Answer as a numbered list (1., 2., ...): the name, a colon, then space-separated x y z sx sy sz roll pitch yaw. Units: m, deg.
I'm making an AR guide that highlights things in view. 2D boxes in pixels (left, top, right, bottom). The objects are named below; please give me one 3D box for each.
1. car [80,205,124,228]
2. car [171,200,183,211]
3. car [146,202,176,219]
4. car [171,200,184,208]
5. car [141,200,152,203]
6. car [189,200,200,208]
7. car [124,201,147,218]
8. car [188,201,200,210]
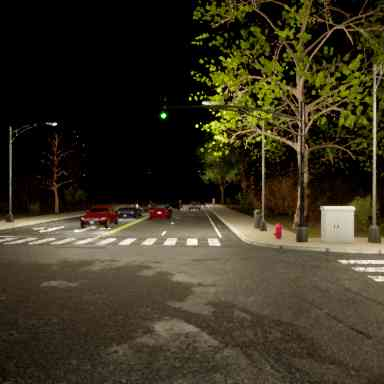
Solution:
1. car: -6.577 1.777 24.232 1.812 1.442 4.674 0 -1 1
2. car: -2.863 2.178 52.714 2.033 1.411 5.357 0 -1 1
3. car: -3.020 1.939 33.062 1.994 1.385 4.181 0 -1 1
4. car: -2.726 2.253 63.132 2.128 1.511 4.902 0 -1 1
5. car: -6.294 1.878 44.913 2.097 1.767 4.553 0 -1 1
6. car: 0.523 2.331 63.089 1.994 1.385 4.181 0 -1 1
7. car: -6.430 1.940 34.820 2.033 1.411 5.357 0 -1 1
8. car: 0.392 2.243 53.084 1.895 1.301 4.718 0 -1 1
